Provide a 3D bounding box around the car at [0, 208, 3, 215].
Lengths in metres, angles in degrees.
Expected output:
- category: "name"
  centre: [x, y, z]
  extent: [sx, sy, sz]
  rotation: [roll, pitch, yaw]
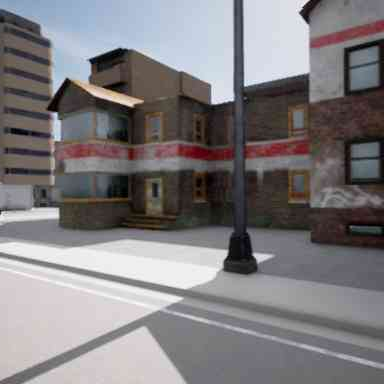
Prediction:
- category: "car"
  centre: [-19.804, 1.713, 29.990]
  extent: [2.038, 1.542, 4.974]
  rotation: [0, 0, 15]
